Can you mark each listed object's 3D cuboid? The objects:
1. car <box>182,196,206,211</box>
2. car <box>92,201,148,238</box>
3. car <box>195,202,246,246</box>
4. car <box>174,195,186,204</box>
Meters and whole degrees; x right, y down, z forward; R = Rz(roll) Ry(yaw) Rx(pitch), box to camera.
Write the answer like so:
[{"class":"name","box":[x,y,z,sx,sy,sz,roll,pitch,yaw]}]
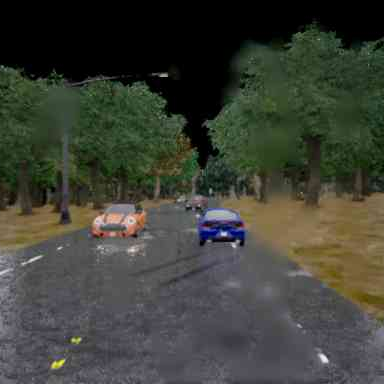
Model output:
[{"class":"car","box":[0.297,1.504,38.584,1.895,1.301,4.718,0,0,3]},{"class":"car","box":[-3.590,1.329,17.295,2.097,1.767,4.553,0,0,0]},{"class":"car","box":[1.226,1.458,15.285,1.882,1.535,5.008,0,0,0]},{"class":"car","box":[-1.835,1.279,57.701,2.128,1.511,4.902,0,0,7]}]
